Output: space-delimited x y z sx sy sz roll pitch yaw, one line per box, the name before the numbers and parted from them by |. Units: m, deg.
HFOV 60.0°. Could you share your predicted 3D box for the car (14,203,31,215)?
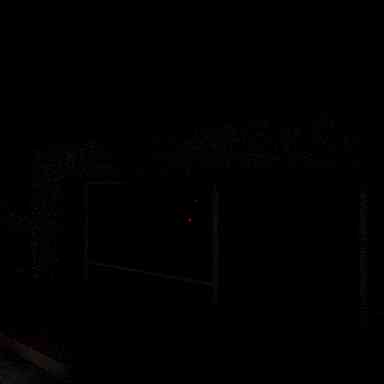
car | -14.448 1.505 31.874 1.837 1.490 4.892 0 0 34
